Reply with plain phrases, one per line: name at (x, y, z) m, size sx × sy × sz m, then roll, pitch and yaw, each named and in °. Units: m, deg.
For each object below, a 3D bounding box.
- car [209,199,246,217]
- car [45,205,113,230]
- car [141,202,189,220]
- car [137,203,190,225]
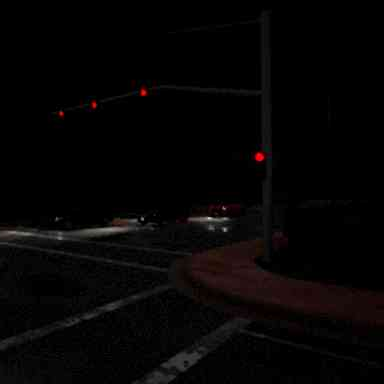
car at (3.607, 1.531, 33.613) m, size 2.097 × 1.767 × 4.553 m, roll -1°, pitch -1°, yaw 36°
car at (-7.877, 1.694, 23.572) m, size 1.882 × 1.535 × 5.008 m, roll -1°, pitch 0°, yaw 35°
car at (-2.437, 1.742, 31.199) m, size 1.812 × 1.442 × 4.674 m, roll -1°, pitch 0°, yaw 36°
car at (-2.099, 1.670, 25.648) m, size 2.128 × 1.511 × 4.902 m, roll -1°, pitch 0°, yaw 36°
